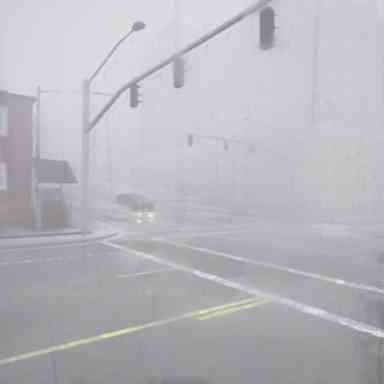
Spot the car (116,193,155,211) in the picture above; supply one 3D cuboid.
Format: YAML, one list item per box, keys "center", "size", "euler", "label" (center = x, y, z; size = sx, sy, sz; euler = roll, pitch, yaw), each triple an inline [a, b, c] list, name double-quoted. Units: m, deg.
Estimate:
- center: [-5.543, 0.810, 31.900]
  size: [2.033, 1.411, 5.357]
  euler: [1, 6, -36]
  label: "car"

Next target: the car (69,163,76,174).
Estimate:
- center: [-19.541, -3.853, 51.569]
  size: [2.033, 1.411, 5.357]
  euler: [1, 12, -35]
  label: "car"
